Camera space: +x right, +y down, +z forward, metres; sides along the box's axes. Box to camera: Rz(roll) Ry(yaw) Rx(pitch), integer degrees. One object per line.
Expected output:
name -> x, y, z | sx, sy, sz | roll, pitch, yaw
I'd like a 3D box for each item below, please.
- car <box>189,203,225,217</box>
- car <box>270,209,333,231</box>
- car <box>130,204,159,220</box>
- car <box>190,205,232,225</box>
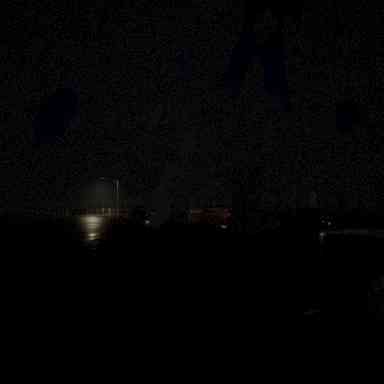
car -> 1.872, 2.363, 38.982 | 2.150, 2.045, 5.566 | 1, -3, -35
car -> 8.135, 2.044, 25.050 | 1.837, 1.490, 4.892 | 1, -3, -35
car -> -6.602, 2.699, 45.815 | 2.150, 2.045, 5.566 | 1, -3, -35
car -> 2.326, 2.382, 33.249 | 1.882, 1.535, 5.008 | 1, -3, -36
